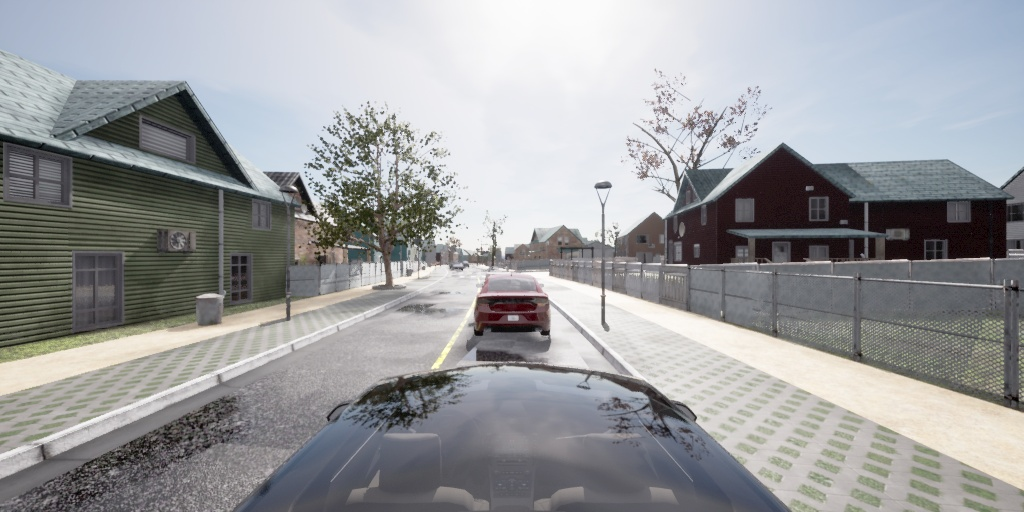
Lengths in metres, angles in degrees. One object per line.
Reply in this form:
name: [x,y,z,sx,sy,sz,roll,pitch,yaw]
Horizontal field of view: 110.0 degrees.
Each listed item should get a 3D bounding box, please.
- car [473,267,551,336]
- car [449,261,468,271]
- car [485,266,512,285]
car: [-0.040,1.243,10.483,1.882,1.535,5.008,0,0,-2]
car: [-8.919,1.732,58.865,2.033,1.411,5.357,0,-1,-11]
car: [-1.159,1.486,28.513,1.895,1.301,4.718,0,-1,-6]
